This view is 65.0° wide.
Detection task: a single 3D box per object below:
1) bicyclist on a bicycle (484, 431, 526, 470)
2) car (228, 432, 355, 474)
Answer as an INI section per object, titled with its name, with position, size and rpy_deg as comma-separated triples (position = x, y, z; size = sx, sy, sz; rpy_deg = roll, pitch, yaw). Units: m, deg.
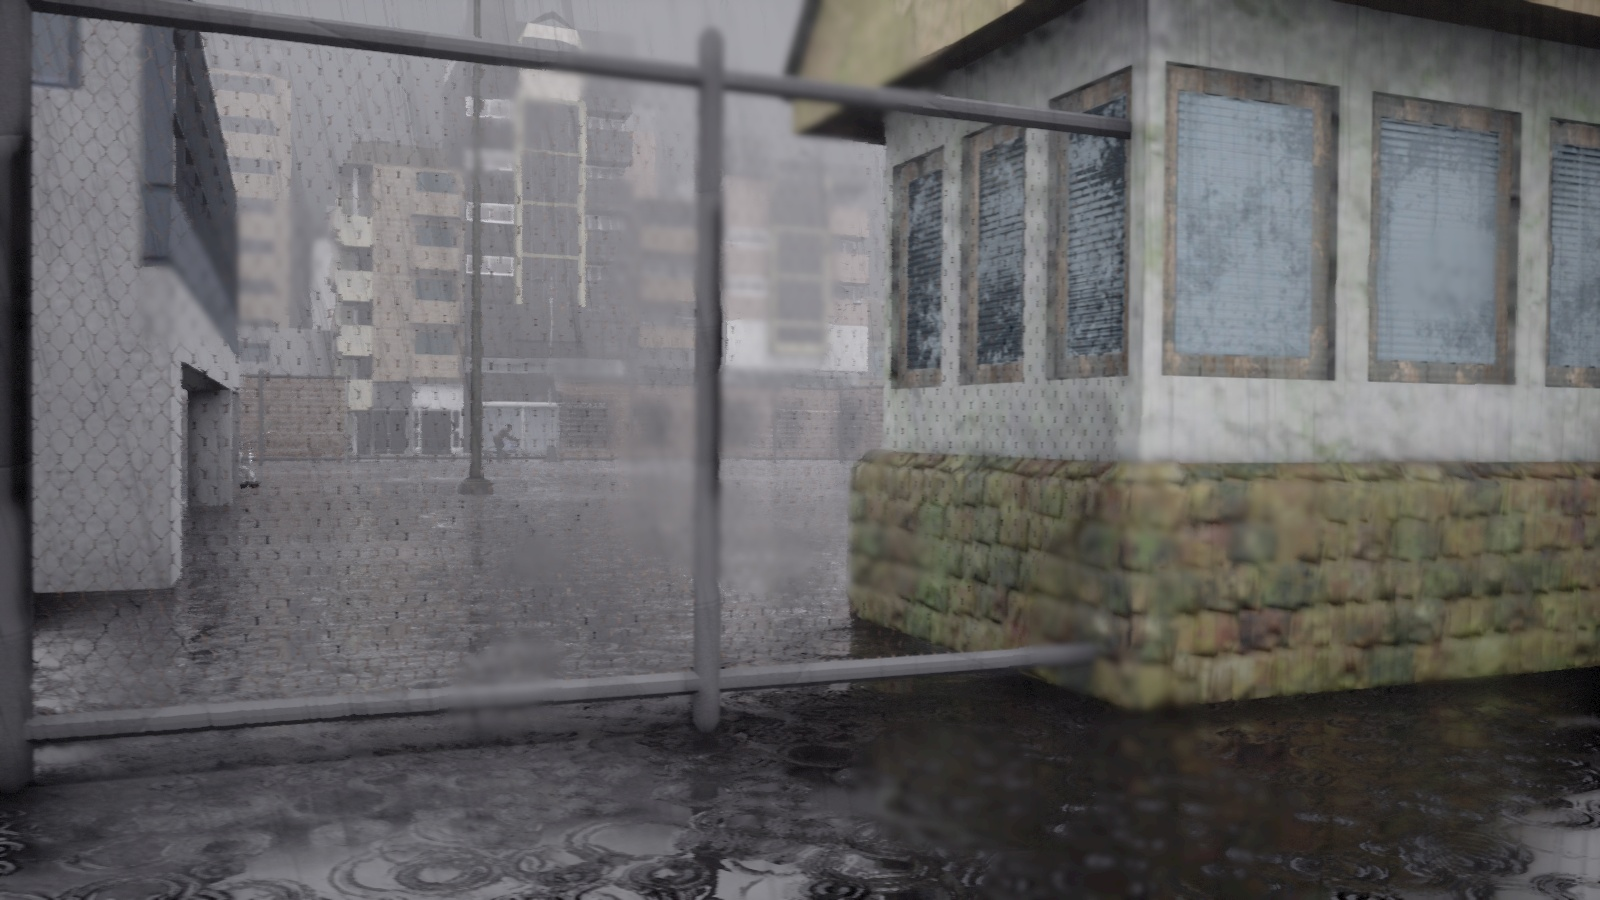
[bicyclist on a bicycle]
position = -12.301, 0.009, 52.369
size = 1.656, 1.620, 0.582
rpy_deg = -1, 1, -22
[car]
position = -21.405, 0.093, 52.967
size = 4.856, 1.649, 2.033
rpy_deg = -1, 1, -22
